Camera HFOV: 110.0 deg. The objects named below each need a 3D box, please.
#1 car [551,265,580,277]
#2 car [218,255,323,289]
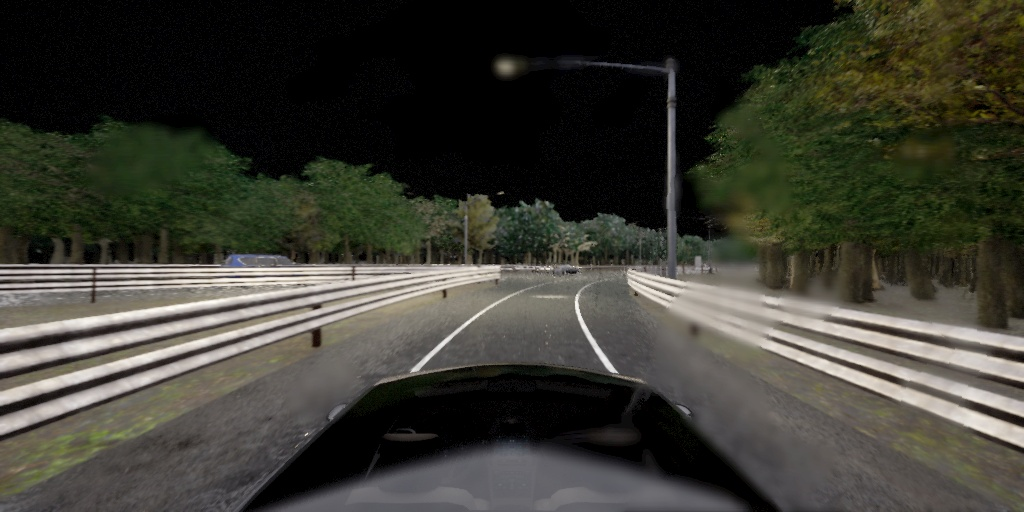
[{"bbox_3d":[7.169,1.896,47.329,2.128,1.511,4.902,-1,-2,43],"label":"car"},{"bbox_3d":[-15.302,0.978,23.023,2.150,2.045,5.566,-1,-2,43],"label":"car"}]
